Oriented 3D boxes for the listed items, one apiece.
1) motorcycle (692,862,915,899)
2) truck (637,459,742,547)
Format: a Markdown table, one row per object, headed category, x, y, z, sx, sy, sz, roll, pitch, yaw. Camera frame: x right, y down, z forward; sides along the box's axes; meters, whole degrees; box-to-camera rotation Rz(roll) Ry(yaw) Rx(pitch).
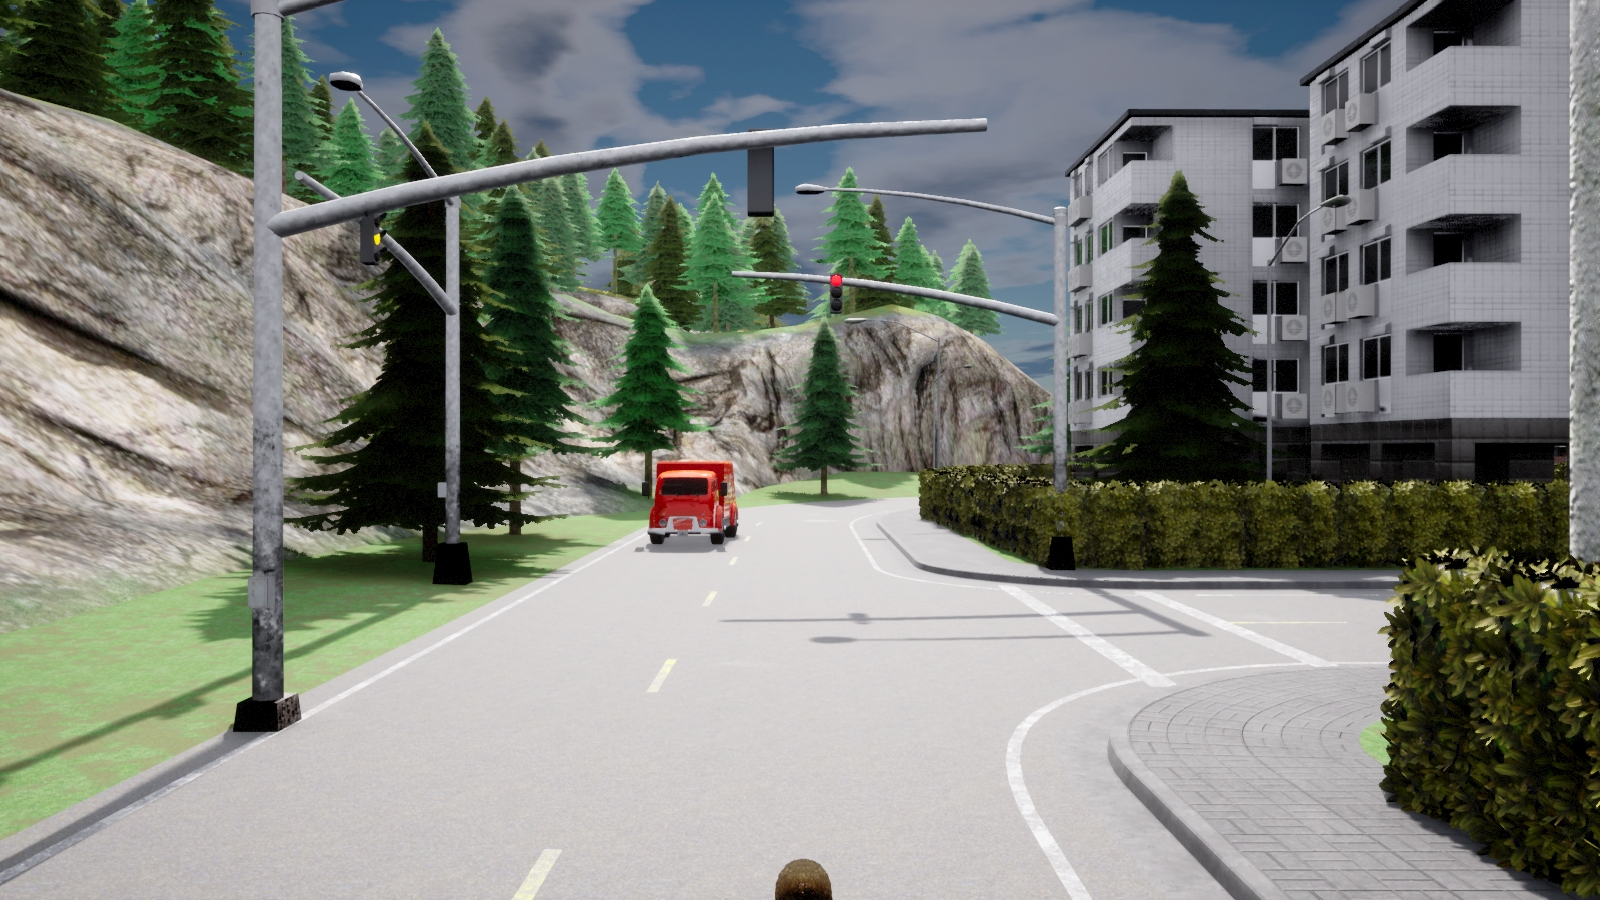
| category | x | y | z | sx | sy | sz | roll | pitch | yaw |
| --- | --- | --- | --- | --- | --- | --- | --- | --- | --- |
| motorcycle | 0.010 | 2.193 | 3.477 | 0.803 | 1.145 | 2.033 | 0 | 0 | 0 |
| truck | -3.310 | 1.548 | 35.380 | 2.627 | 2.467 | 5.204 | 0 | 0 | 1 |
